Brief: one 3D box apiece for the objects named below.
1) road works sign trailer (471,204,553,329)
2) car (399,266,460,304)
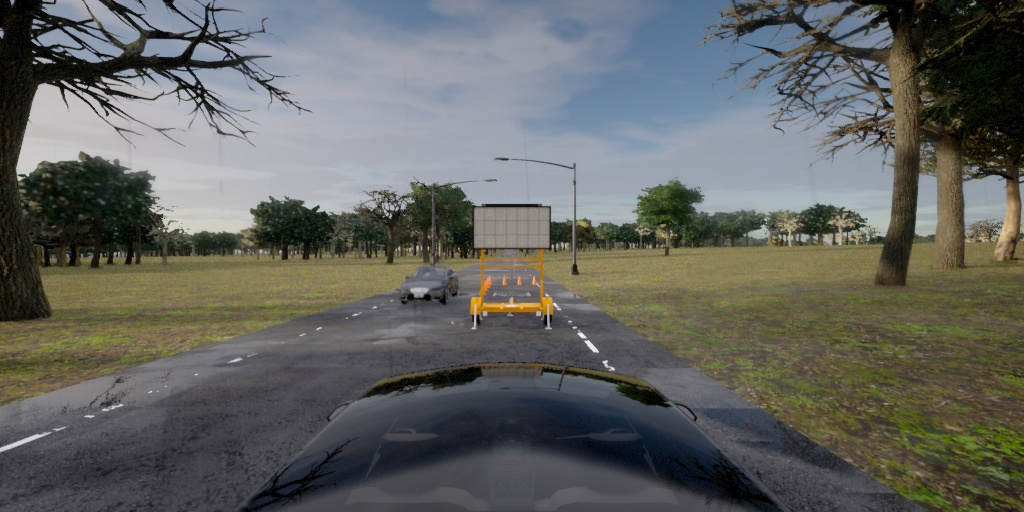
[{"bbox_3d":[-0.005,0.197,11.128,2.380,3.560,2.880,0,0,0],"label":"road works sign trailer"},{"bbox_3d":[-3.507,1.207,15.953,2.128,1.511,4.902,0,0,0],"label":"car"}]
